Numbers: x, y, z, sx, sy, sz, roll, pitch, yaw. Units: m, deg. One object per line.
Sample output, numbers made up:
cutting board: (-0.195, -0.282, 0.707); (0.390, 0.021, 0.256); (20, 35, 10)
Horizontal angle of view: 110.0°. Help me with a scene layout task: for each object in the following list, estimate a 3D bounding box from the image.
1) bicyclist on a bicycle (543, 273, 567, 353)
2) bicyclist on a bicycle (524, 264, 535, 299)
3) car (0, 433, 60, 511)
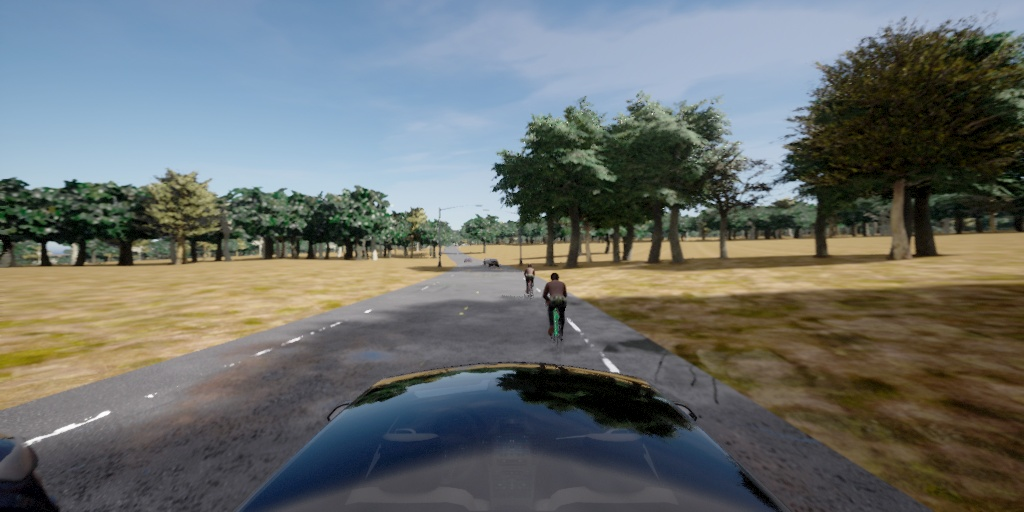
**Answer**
bicyclist on a bicycle: (0.965, 1.199, 7.902); (0.582, 1.620, 1.656); (0, 0, 0)
bicyclist on a bicycle: (0.845, 1.208, 16.966); (0.582, 1.620, 1.656); (0, 0, -1)
car: (-3.641, 1.326, 0.283); (1.994, 1.385, 4.181); (-1, 0, 0)
